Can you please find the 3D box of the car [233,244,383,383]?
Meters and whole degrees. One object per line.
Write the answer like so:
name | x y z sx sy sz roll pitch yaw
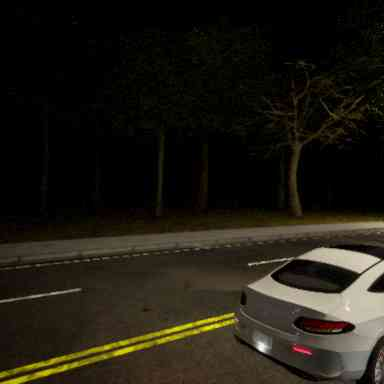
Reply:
car | 2.743 1.561 5.115 4.674 1.442 1.812 1 0 -33
